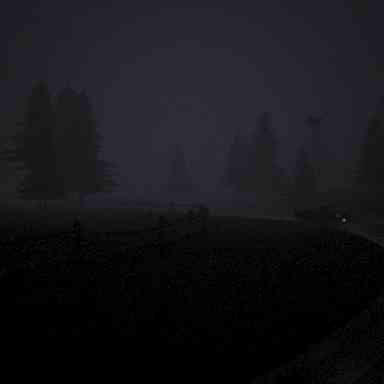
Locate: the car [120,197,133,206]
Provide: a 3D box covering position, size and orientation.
[{"bbox_3d":[-13.438,1.787,61.370,1.837,1.490,4.892,1,-1,-40],"label":"car"}]

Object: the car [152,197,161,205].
[{"bbox_3d":[-8.157,1.809,65.967,1.882,1.535,5.008,1,0,-40],"label":"car"}]

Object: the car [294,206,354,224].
[{"bbox_3d":[10.369,1.793,26.589,1.895,1.301,4.718,0,0,-22],"label":"car"}]

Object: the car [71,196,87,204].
[{"bbox_3d":[-23.980,1.631,68.339,2.097,1.767,4.553,1,0,-40],"label":"car"}]

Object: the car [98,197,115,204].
[{"bbox_3d":[-18.867,1.877,73.123,1.994,1.385,4.181,1,0,-40],"label":"car"}]

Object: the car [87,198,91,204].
[{"bbox_3d":[-21.542,1.656,70.877,2.097,1.767,4.553,1,0,-40],"label":"car"}]

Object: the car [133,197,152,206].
[{"bbox_3d":[-10.183,1.783,62.939,1.882,1.535,5.008,1,-1,-40],"label":"car"}]

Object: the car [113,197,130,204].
[{"bbox_3d":[-16.029,1.901,75.184,1.994,1.385,4.181,1,0,-40],"label":"car"}]

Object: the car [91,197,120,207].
[{"bbox_3d":[-15.050,1.745,57.850,2.128,1.511,4.902,1,-1,-40],"label":"car"}]
